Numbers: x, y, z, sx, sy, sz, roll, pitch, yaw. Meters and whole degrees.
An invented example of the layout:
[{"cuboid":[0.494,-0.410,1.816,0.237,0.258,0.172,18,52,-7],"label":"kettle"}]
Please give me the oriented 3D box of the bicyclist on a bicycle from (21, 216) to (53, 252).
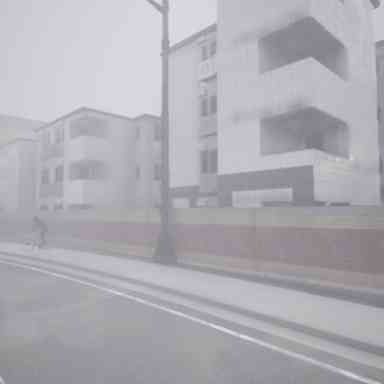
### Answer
[{"cuboid":[-7.314,1.983,15.810,0.582,1.620,1.656,-1,-3,34],"label":"bicyclist on a bicycle"}]
